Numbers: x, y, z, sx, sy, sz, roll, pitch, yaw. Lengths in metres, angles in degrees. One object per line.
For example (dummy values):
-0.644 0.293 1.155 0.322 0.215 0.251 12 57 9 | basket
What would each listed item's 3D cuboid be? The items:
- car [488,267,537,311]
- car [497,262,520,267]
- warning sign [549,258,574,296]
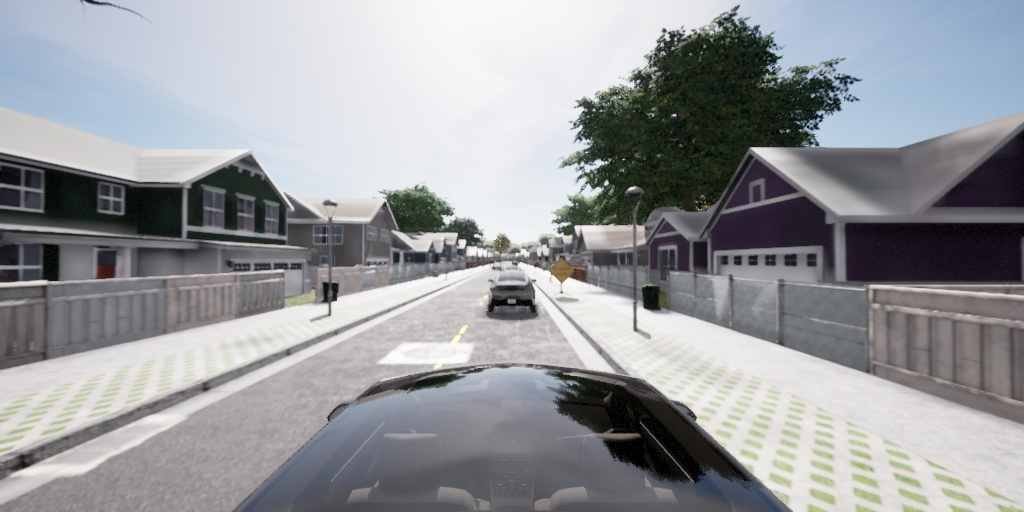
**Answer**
0.011 1.396 15.352 1.837 1.490 4.892 0 0 0 | car
0.001 1.551 30.372 1.837 1.490 4.892 0 0 0 | car
2.506 1.033 18.133 1.300 1.860 1.060 0 0 0 | warning sign
